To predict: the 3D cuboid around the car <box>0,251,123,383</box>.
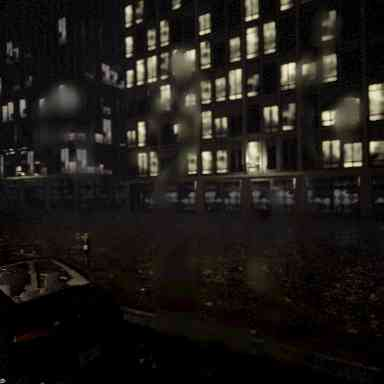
[{"bbox_3d":[-2.960,1.537,4.726,4.403,1.369,2.008,0,0,32],"label":"car"}]
